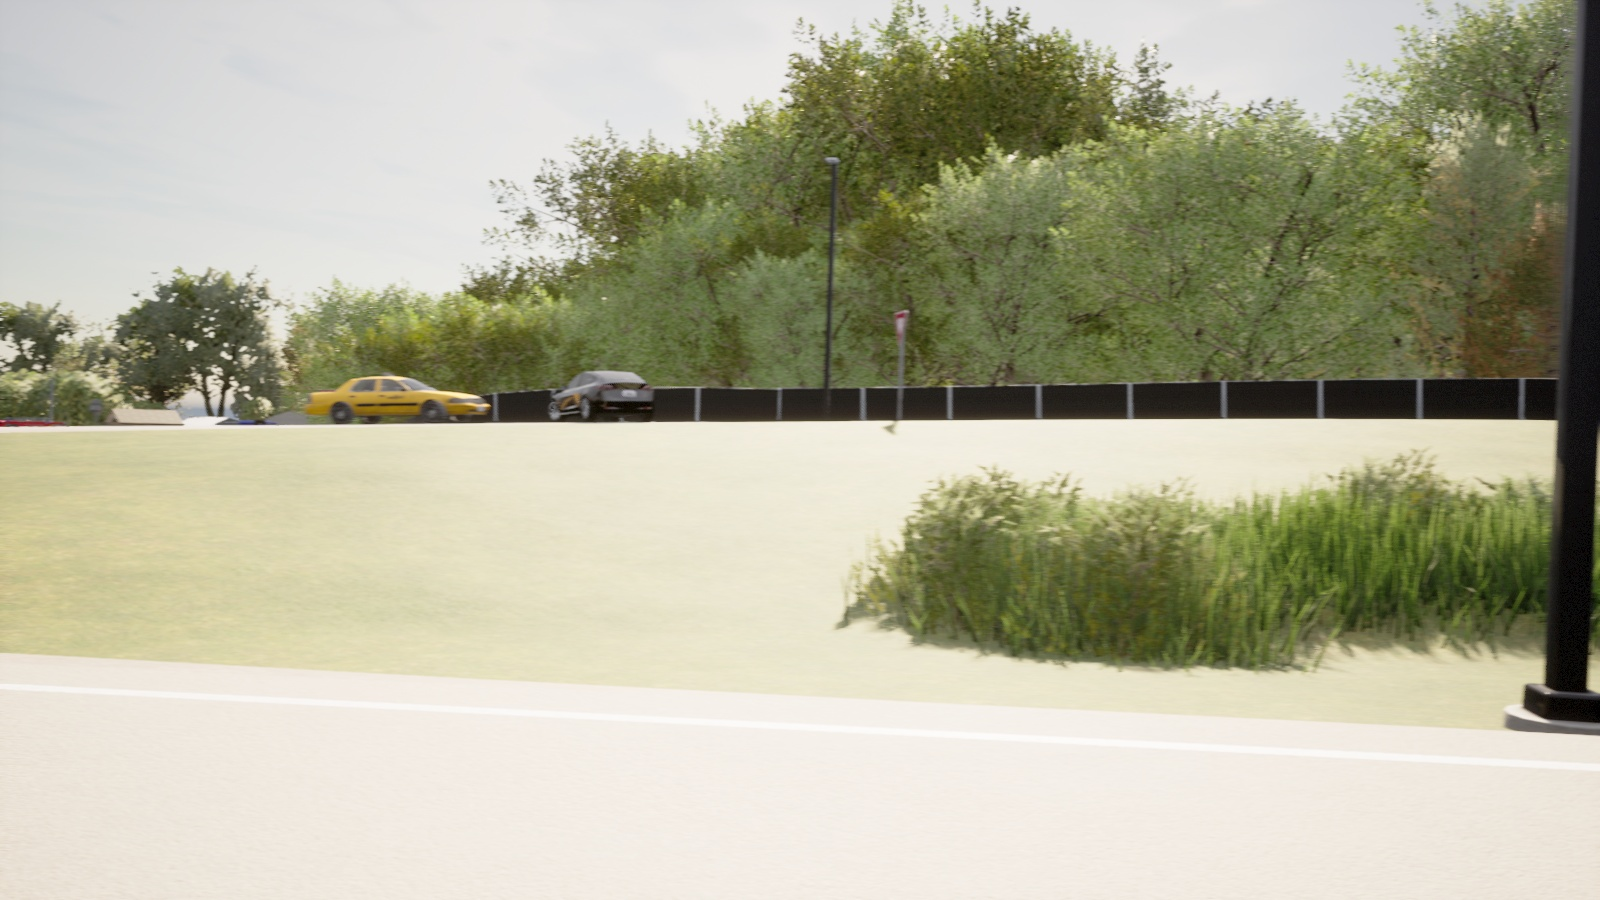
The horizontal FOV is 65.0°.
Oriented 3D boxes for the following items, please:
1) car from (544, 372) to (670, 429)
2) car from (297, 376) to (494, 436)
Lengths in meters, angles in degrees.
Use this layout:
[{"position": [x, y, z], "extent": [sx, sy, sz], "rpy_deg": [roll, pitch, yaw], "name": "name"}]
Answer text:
[{"position": [-5.734, -1.411, 36.778], "extent": [2.163, 1.488, 4.792], "rpy_deg": [-2, 1, -28], "name": "car"}, {"position": [-12.039, -1.285, 37.468], "extent": [5.366, 1.575, 1.801], "rpy_deg": [-2, 1, 12], "name": "car"}]
